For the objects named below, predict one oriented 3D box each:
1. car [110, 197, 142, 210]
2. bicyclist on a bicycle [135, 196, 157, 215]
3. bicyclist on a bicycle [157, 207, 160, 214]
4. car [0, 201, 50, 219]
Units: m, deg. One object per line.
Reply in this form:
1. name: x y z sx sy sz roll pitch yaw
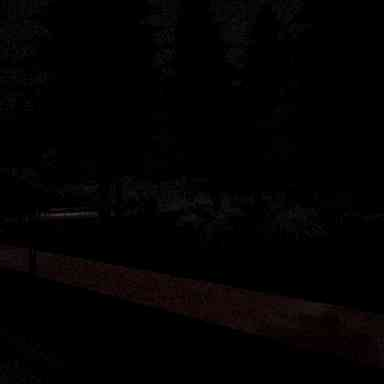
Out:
1. car: -7.679 1.333 36.824 2.128 1.511 4.902 0 0 36
2. bicyclist on a bicycle: -4.120 1.147 28.458 1.656 1.620 0.582 0 0 15
3. bicyclist on a bicycle: -3.559 1.148 28.941 1.656 1.620 0.582 0 0 22
4. car: -14.379 1.446 27.437 1.895 1.301 4.718 0 0 35
